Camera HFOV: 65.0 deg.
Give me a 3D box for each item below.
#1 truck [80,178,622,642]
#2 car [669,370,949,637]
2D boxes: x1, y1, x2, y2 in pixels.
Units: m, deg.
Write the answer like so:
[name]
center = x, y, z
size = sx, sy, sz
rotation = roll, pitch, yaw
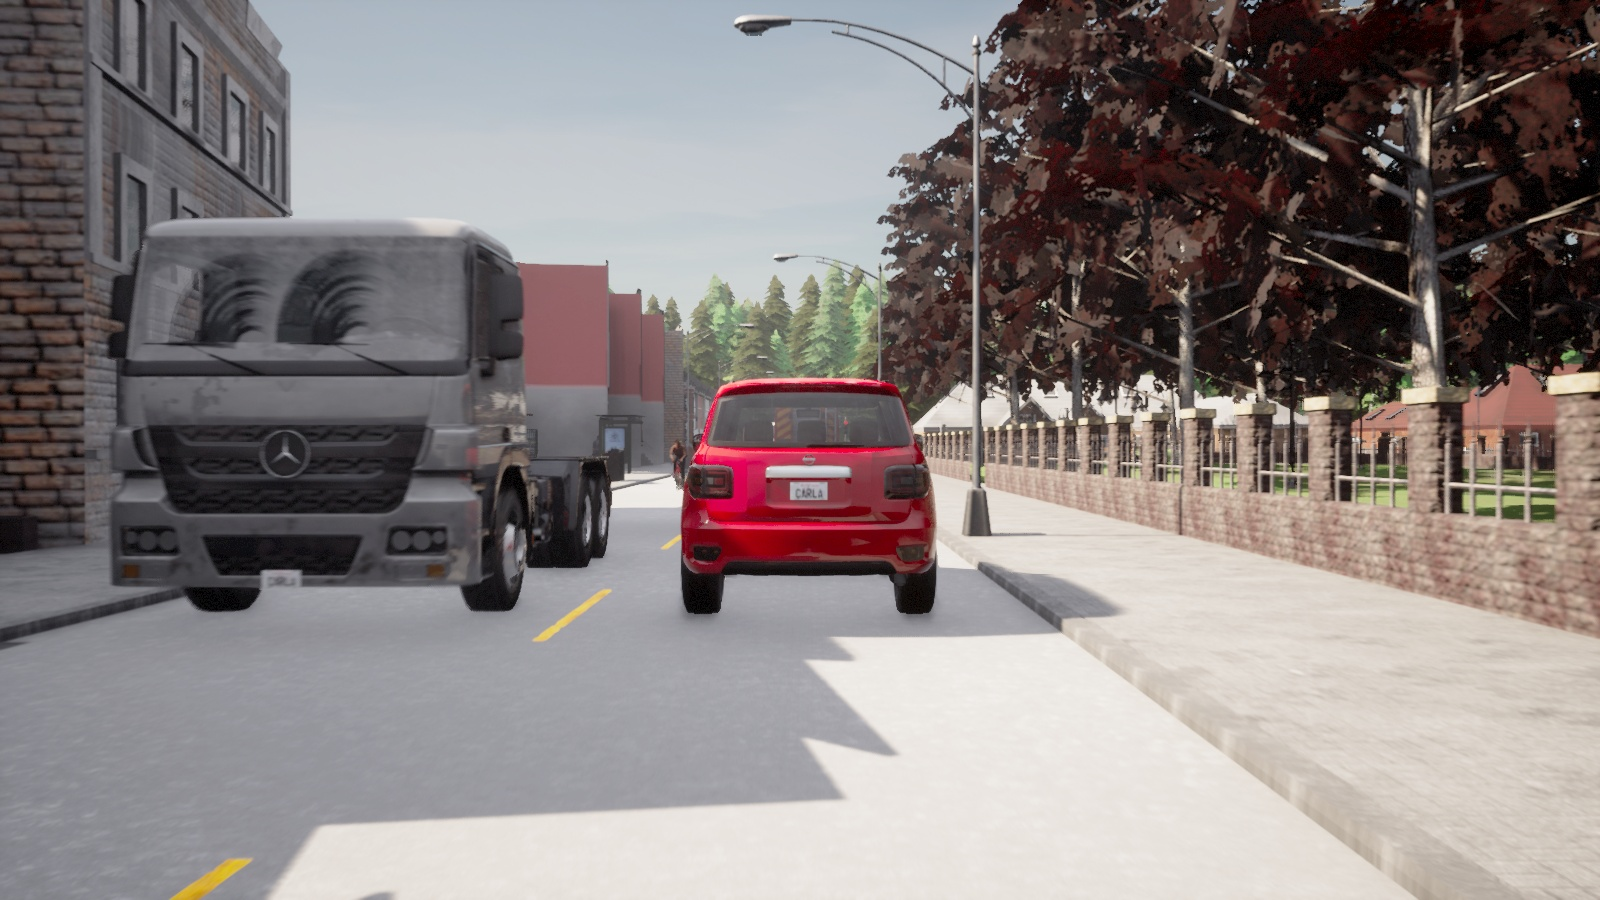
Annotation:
[truck]
center = -3.913, -0.313, 13.345
size = 2.891, 3.462, 7.936
rotation = 0, 0, 0
[car]
center = 0.082, 0.396, 12.410
size = 2.150, 2.045, 5.566
rotation = 0, 0, 0
